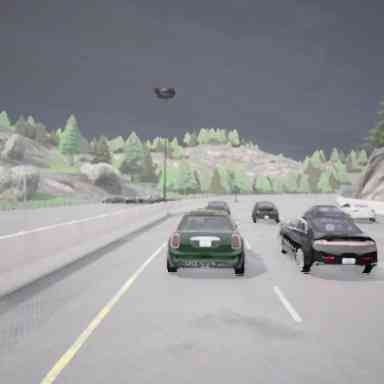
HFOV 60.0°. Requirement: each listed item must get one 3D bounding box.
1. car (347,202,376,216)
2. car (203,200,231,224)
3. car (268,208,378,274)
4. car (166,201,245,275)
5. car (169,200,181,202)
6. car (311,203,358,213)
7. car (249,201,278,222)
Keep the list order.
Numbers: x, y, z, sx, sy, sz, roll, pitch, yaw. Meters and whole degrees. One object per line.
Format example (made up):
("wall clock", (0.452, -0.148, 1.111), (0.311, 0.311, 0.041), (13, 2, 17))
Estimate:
("car", (12.644, 1.492, 25.827), (1.812, 1.442, 4.674), (0, 0, 9))
("car", (2.017, 1.445, 25.707), (1.837, 1.490, 4.892), (0, 1, 8))
("car", (3.981, 1.473, 10.504), (2.128, 1.511, 4.902), (0, 0, 4))
("car", (0.486, 1.325, 10.617), (2.097, 1.767, 4.553), (0, 0, 4))
("car", (-3.230, 1.454, 52.811), (1.895, 1.301, 4.718), (0, 0, 16))
("car", (8.440, 1.514, 21.280), (2.033, 1.411, 5.357), (0, 0, 8))
("car", (5.503, 1.455, 25.370), (1.837, 1.490, 4.892), (0, 1, 8))
